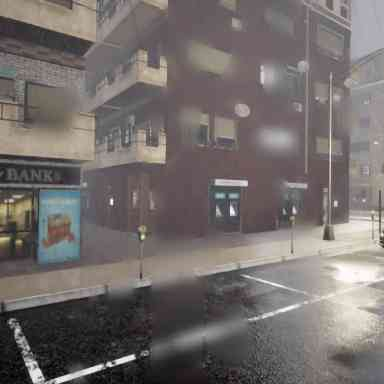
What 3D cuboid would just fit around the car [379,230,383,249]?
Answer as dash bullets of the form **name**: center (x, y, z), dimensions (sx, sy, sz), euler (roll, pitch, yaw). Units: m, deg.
- **car**: center (9.077, 1.554, 13.107), dimensions (4.403, 1.369, 2.008), euler (0, 1, -35)
